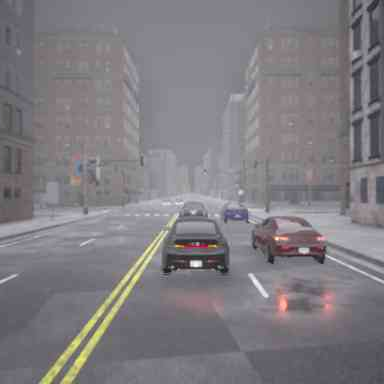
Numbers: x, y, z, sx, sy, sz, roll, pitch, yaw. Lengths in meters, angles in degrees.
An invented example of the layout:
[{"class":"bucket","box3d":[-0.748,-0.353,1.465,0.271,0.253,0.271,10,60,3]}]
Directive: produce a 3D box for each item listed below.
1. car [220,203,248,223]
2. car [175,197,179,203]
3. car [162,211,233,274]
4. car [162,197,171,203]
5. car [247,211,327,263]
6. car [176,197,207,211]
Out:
[{"class":"car","box3d":[3.355,1.630,26.899,1.882,1.535,5.008,0,0,0]},{"class":"car","box3d":[-3.268,1.972,85.127,2.128,1.511,4.902,0,0,0]},{"class":"car","box3d":[0.102,1.566,10.736,1.837,1.490,4.892,0,0,0]},{"class":"car","box3d":[-6.518,1.972,85.129,2.128,1.511,4.902,0,0,0]},{"class":"car","box3d":[3.349,1.596,12.111,1.812,1.442,4.674,0,-1,1]},{"class":"car","box3d":[0.104,1.495,25.193,2.097,1.767,4.553,0,0,0]}]
